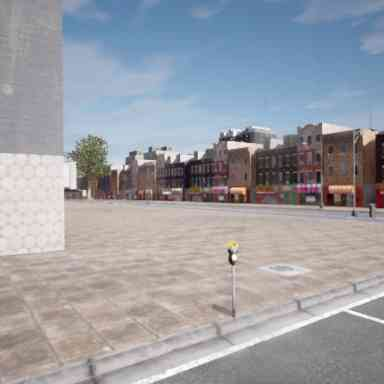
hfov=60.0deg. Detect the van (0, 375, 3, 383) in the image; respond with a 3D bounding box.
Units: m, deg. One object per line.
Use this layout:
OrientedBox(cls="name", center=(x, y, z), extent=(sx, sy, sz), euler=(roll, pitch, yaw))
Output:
OrientedBox(cls="van", center=(-2.678, 1.342, 0.916), extent=(3.998, 1.788, 1.690), euler=(0, 0, -35))
